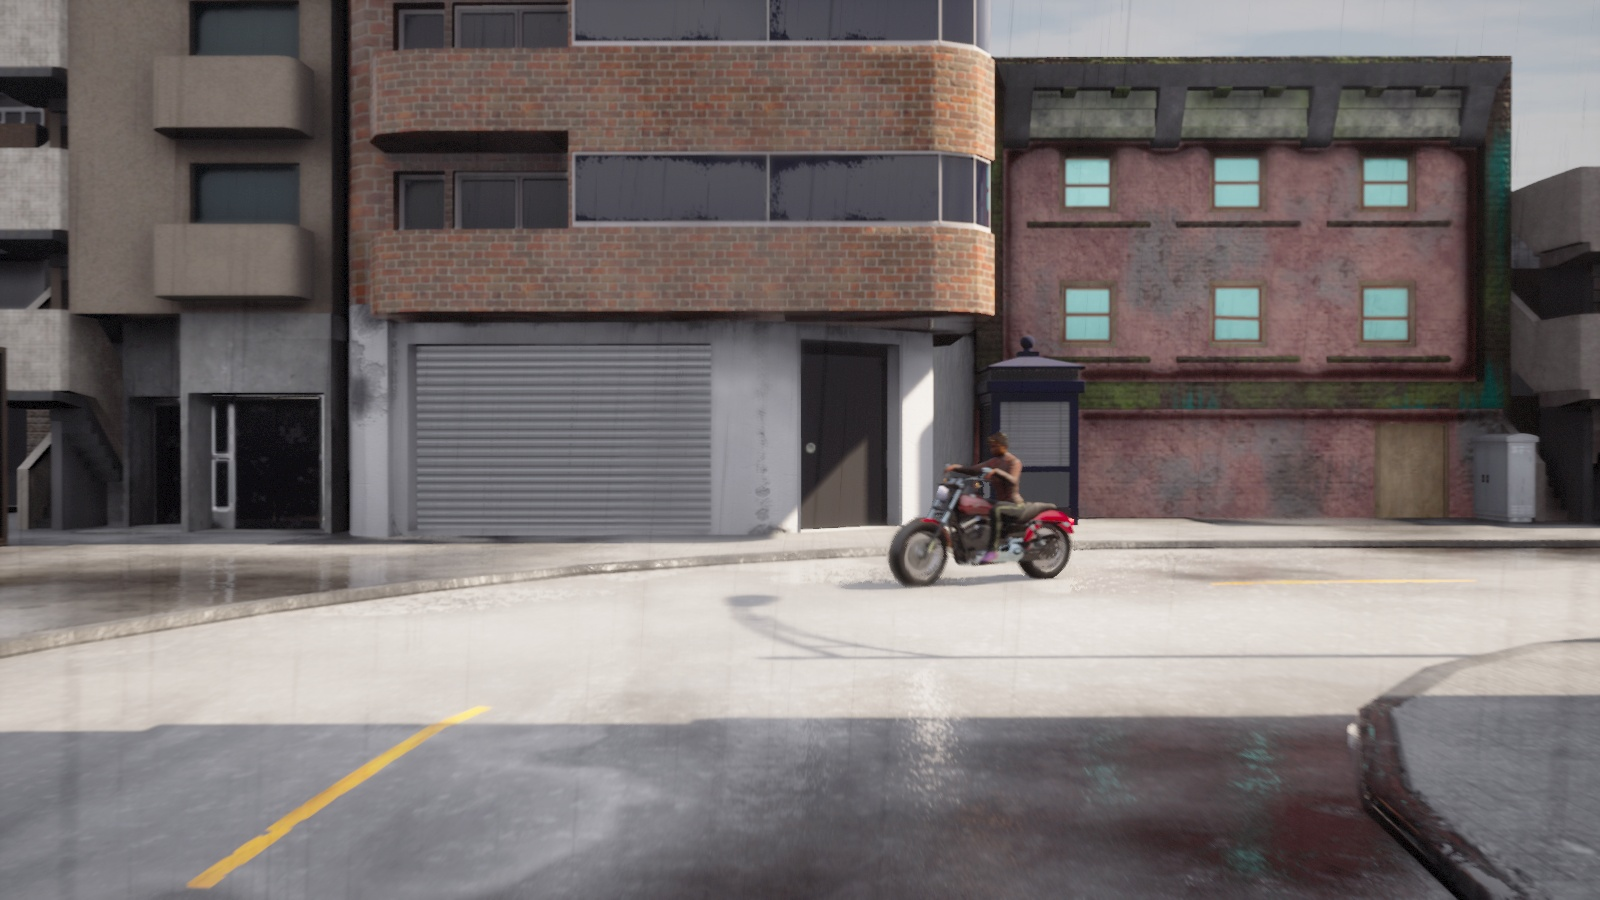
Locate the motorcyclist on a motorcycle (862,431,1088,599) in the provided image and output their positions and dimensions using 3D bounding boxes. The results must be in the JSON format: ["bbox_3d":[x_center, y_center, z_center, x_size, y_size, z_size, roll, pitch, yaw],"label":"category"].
[{"bbox_3d":[1.861,0.626,13.227,2.350,1.649,0.766,0,1,-28],"label":"motorcyclist on a motorcycle"}]
